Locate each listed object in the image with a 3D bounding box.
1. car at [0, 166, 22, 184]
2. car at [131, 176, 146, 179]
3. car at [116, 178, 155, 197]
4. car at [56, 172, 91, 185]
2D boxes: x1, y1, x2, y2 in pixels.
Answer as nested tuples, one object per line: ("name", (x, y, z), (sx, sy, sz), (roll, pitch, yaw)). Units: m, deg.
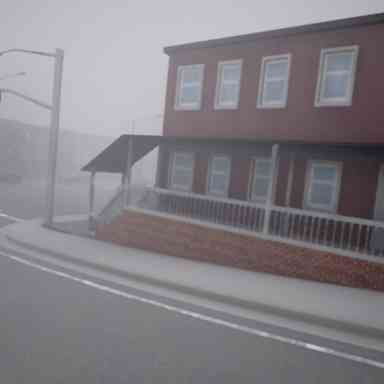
("car", (-19.178, -1.787, 32.422), (2.097, 1.767, 4.553), (9, 5, 36))
("car", (-8.130, -1.604, 47.749), (1.812, 1.442, 4.674), (9, 5, 36))
("car", (-5.503, -0.272, 33.268), (1.994, 1.385, 4.181), (9, 5, 35))
("car", (-13.888, -1.609, 39.766), (1.812, 1.442, 4.674), (9, 5, 36))
